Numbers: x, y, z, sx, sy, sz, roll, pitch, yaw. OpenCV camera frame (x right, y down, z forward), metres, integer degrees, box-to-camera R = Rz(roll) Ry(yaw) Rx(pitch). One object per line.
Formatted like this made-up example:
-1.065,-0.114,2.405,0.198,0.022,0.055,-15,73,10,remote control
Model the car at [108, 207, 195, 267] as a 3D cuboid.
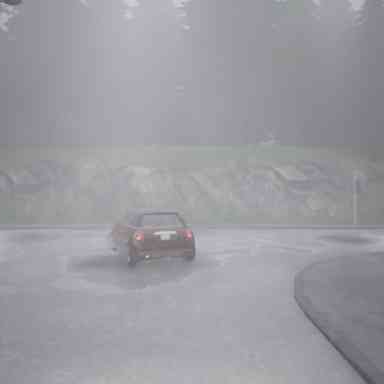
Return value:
-1.598,1.368,11.865,2.097,1.767,4.553,0,0,-22,car
